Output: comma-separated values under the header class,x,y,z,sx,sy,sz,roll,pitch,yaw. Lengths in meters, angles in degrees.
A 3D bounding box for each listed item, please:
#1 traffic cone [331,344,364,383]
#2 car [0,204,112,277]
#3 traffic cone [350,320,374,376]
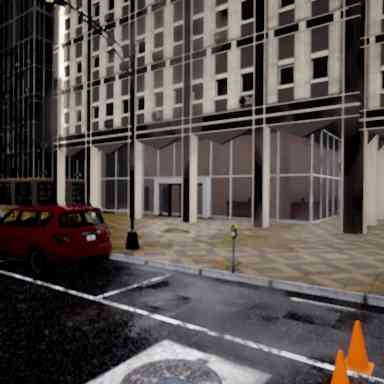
class,x,y,z,sx,sy,sz,roll,pitch,yaw
traffic cone,1.551,1.955,3.473,0.340,0.580,0.340,0,0,36
car,-4.646,1.310,10.313,5.009,1.841,2.192,0,1,36
traffic cone,2.133,1.955,4.286,0.340,0.580,0.340,0,0,36
